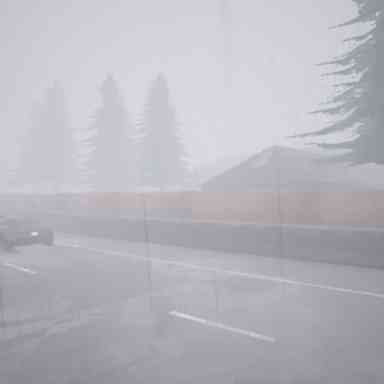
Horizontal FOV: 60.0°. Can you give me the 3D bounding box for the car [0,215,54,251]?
[{"bbox_3d":[-8.086,1.733,15.253,4.181,1.385,1.994,-1,-1,42],"label":"car"}]
